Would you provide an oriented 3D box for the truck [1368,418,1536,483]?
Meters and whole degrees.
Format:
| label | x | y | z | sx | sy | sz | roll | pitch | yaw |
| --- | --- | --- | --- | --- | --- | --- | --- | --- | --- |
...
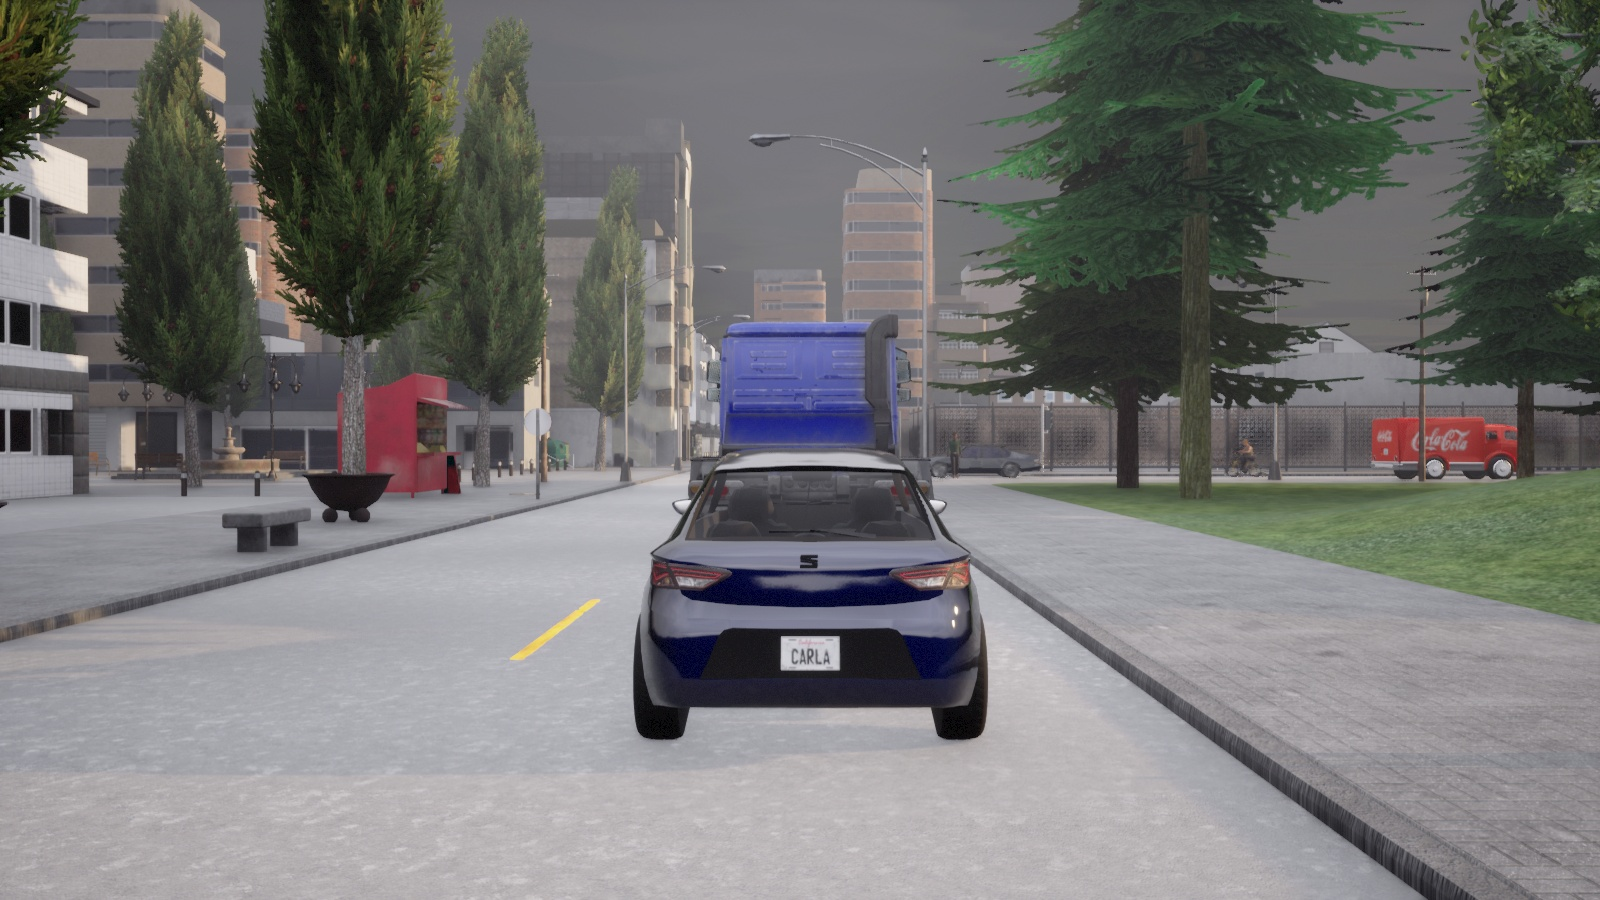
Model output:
| label | x | y | z | sx | sy | sz | roll | pitch | yaw |
| --- | --- | --- | --- | --- | --- | --- | --- | --- | --- |
| truck | 25.438 | -0.001 | 49.137 | 5.204 | 2.467 | 2.627 | 0 | 0 | 0 |

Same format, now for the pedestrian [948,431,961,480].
| label | x | y | z | sx | sy | sz | roll | pitch | yaw |
| --- | --- | --- | --- | --- | --- | --- | --- | --- | --- |
| pedestrian | 6.194 | 0.213 | 50.237 | 0.423 | 1.949 | 0.788 | 0 | 0 | 0 |

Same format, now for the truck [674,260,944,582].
| label | x | y | z | sx | sy | sz | roll | pitch | yaw |
| --- | --- | --- | --- | --- | --- | --- | --- | --- | --- |
| truck | 0.122 | -0.335 | 17.460 | 2.891 | 3.462 | 7.936 | 0 | 0 | 0 |

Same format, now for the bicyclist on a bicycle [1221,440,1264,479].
| label | x | y | z | sx | sy | sz | roll | pitch | yaw |
| --- | --- | --- | --- | --- | --- | --- | --- | --- | --- |
| bicyclist on a bicycle | 18.712 | 0.394 | 53.168 | 1.509 | 1.612 | 0.866 | 0 | 0 | 0 |

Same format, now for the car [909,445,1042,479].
| label | x | y | z | sx | sy | sz | roll | pitch | yaw |
| --- | --- | --- | --- | --- | --- | --- | --- | --- | --- |
| car | 7.390 | 0.496 | 53.229 | 5.357 | 1.411 | 2.033 | 0 | 0 | 0 |

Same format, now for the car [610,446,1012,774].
| label | x | y | z | sx | sy | sz | roll | pitch | yaw |
| --- | --- | --- | --- | --- | --- | --- | --- | --- | --- |
| car | 0.061 | 0.716 | 7.772 | 1.816 | 1.474 | 4.193 | 0 | 0 | 0 |
